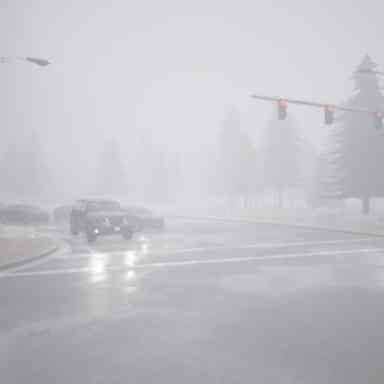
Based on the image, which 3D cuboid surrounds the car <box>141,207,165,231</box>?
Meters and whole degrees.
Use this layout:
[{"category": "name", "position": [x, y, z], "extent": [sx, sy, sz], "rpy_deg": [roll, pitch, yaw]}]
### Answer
[{"category": "car", "position": [-3.743, 1.714, 22.149], "extent": [1.882, 1.535, 5.008], "rpy_deg": [1, -1, -40]}]

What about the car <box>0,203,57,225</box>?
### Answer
[{"category": "car", "position": [-13.391, 1.745, 26.717], "extent": [5.008, 1.535, 1.882], "rpy_deg": [0, -1, 35]}]

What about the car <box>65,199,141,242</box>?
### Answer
[{"category": "car", "position": [-4.991, 1.402, 17.963], "extent": [2.150, 2.045, 5.566], "rpy_deg": [1, -1, -32]}]

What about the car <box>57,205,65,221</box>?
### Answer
[{"category": "car", "position": [-10.163, 1.825, 28.577], "extent": [4.674, 1.442, 1.812], "rpy_deg": [0, -1, 37]}]

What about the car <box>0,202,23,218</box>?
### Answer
[{"category": "car", "position": [-20.249, 1.836, 34.370], "extent": [4.902, 1.511, 2.128], "rpy_deg": [0, -1, 20]}]
